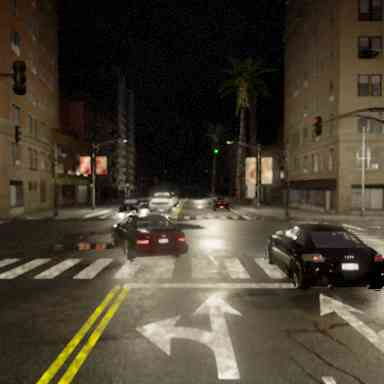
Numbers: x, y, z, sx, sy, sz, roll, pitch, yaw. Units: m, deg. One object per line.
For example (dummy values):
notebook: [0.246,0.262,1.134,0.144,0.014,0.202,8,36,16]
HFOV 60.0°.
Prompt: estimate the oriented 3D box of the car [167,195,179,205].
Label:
car: [-3.254,1.351,57.526,1.882,1.535,5.008,0,0,0]

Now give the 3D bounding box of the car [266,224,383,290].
car: [3.345,1.546,9.042,1.994,1.385,4.181,0,0,0]

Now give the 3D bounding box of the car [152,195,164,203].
car: [-6.504,1.375,64.573,1.812,1.442,4.674,0,0,0]

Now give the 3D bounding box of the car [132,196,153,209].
car: [-6.572,1.399,44.930,2.128,1.511,4.902,0,0,0]

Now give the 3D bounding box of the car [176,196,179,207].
car: [-3.312,1.123,47.329,2.150,2.045,5.566,0,0,1]

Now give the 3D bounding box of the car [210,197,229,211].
car: [3.348,1.424,39.793,1.837,1.490,4.892,0,0,0]

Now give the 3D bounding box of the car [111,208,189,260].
car: [-1.780,1.543,12.465,2.033,1.411,5.357,0,0,-21]

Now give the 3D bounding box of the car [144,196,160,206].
car: [-6.504,1.430,54.504,2.033,1.411,5.357,0,0,0]

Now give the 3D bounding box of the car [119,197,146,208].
car: [-6.601,1.491,36.101,1.994,1.385,4.181,0,0,0]

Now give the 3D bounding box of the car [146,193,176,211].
car: [-3.343,1.146,36.967,2.150,2.045,5.566,0,0,0]
